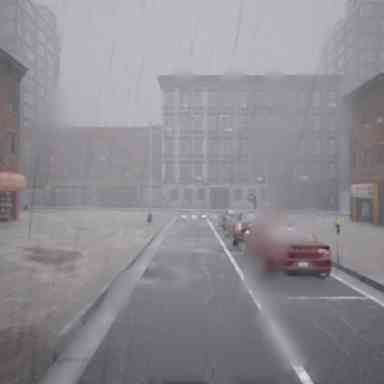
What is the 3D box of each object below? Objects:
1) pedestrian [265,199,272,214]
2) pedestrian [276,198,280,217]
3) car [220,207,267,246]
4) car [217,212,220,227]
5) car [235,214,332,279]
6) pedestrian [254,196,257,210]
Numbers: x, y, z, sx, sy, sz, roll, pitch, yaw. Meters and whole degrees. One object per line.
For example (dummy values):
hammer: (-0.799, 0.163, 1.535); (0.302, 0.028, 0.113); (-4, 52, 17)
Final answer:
pedestrian: (6.983, 1.317, 30.434); (0.375, 1.860, 0.375); (0, -1, 0)
pedestrian: (7.982, 1.395, 31.034); (0.375, 1.860, 0.375); (0, -1, 0)
car: (2.631, 1.510, 15.603); (1.967, 1.590, 4.097); (0, 0, 0)
car: (2.625, 1.646, 21.106); (2.008, 1.369, 4.403); (0, 0, 0)
car: (2.635, 1.590, 10.099); (1.887, 1.381, 4.507); (0, 0, 0)
pedestrian: (5.982, 1.282, 31.634); (0.375, 1.860, 0.375); (0, -1, 0)
